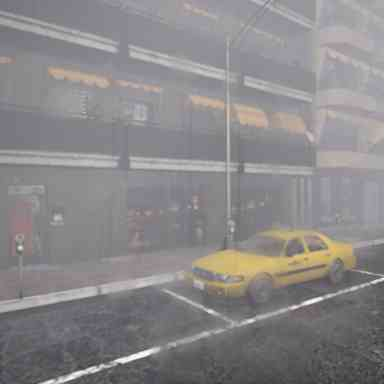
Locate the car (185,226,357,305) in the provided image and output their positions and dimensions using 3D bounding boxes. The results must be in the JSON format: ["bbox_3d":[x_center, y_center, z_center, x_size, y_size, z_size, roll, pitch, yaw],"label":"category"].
[{"bbox_3d":[2.098,1.539,8.067,4.829,1.417,1.752,0,-1,-36],"label":"car"}]
